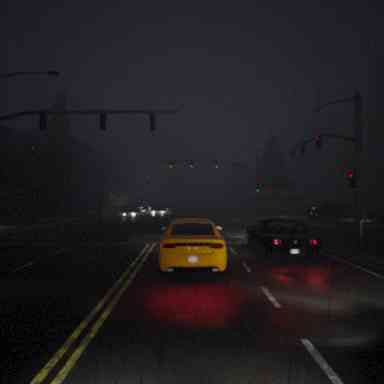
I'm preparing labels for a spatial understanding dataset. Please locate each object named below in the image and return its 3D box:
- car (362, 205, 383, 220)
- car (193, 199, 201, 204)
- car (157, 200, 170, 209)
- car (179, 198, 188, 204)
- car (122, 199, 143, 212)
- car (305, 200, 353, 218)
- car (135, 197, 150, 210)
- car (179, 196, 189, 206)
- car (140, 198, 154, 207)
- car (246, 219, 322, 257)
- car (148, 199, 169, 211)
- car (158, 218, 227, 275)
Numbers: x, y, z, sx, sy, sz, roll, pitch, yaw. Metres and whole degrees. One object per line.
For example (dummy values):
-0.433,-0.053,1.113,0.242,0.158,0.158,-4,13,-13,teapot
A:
18.764,1.871,31.028,5.357,1.411,2.033,0,-1,-2,car
1.282,2.498,87.034,1.895,1.301,4.718,0,-1,-1,car
-5.045,2.172,58.599,1.994,1.385,4.181,0,-1,-1,car
-2.207,2.423,86.572,2.128,1.511,4.902,0,-1,-1,car
-8.221,2.034,45.257,1.994,1.385,4.181,0,-1,-1,car
14.073,1.710,34.395,4.553,1.767,2.097,0,-1,-2,car
-8.456,1.788,54.580,2.150,2.045,5.566,0,-1,-1,car
-1.760,1.962,71.214,2.150,2.045,5.566,0,-1,-1,car
-8.660,2.020,64.378,2.097,1.767,4.553,0,-1,-1,car
3.452,1.742,13.492,1.895,1.301,4.718,0,-1,-1,car
-4.807,2.068,48.570,1.994,1.385,4.181,0,-1,-2,car
0.001,1.592,10.948,1.882,1.535,5.008,0,-1,-1,car
